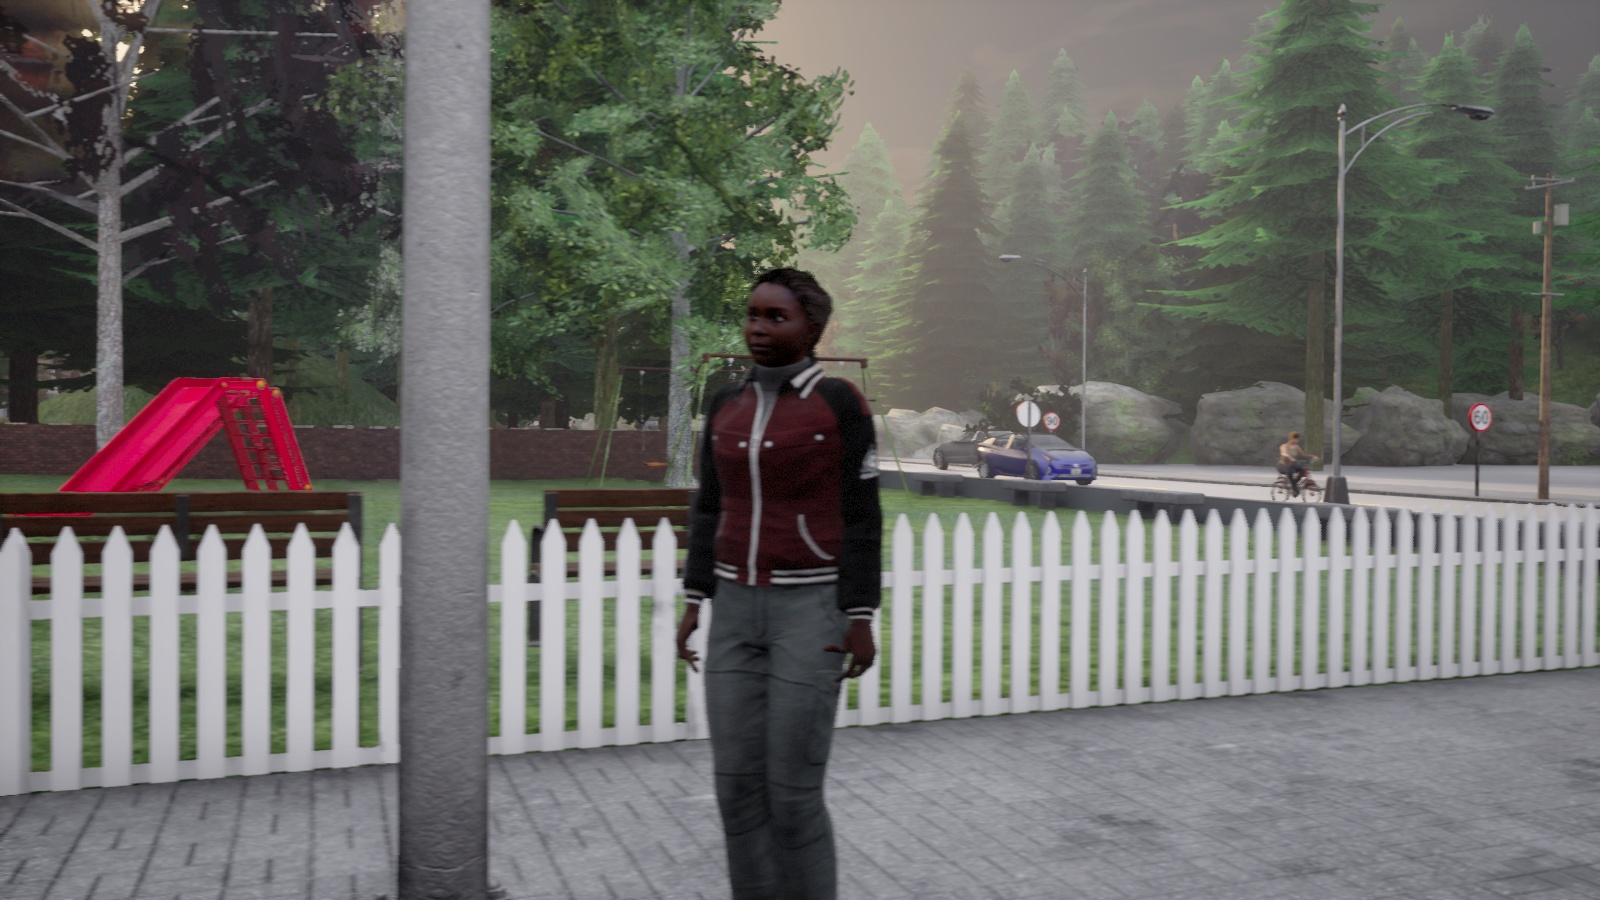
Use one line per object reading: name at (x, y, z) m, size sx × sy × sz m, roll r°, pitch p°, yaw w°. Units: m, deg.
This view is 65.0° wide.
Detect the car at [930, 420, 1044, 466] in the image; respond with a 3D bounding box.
car at (7.096, -0.286, 48.303) m, size 2.152 × 1.651 × 5.027 m, roll -1°, pitch 1°, yaw -21°

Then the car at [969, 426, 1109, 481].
car at (7.007, 0.062, 37.327) m, size 2.007 × 1.525 × 4.514 m, roll -1°, pitch 1°, yaw -21°

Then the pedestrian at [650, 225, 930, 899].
pedestrian at (-0.004, 0.455, 3.214) m, size 0.402 × 1.930 × 0.666 m, roll 0°, pitch 1°, yaw 32°

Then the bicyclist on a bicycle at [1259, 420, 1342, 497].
bicyclist on a bicycle at (10.849, 0.173, 27.273) m, size 0.866 × 1.612 × 1.509 m, roll -1°, pitch 1°, yaw -21°

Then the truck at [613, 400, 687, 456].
truck at (-9.807, -1.403, 81.452) m, size 2.891 × 3.462 × 7.936 m, roll -1°, pitch 1°, yaw -21°
